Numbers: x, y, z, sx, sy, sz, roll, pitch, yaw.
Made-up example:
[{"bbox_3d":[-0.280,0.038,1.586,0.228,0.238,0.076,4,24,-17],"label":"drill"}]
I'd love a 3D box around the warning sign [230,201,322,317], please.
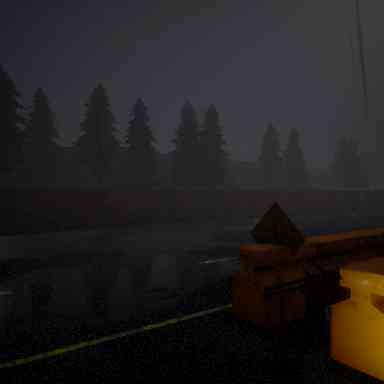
[{"bbox_3d":[1.550,1.114,6.265,1.060,1.860,1.300,0,0,-35],"label":"warning sign"}]
